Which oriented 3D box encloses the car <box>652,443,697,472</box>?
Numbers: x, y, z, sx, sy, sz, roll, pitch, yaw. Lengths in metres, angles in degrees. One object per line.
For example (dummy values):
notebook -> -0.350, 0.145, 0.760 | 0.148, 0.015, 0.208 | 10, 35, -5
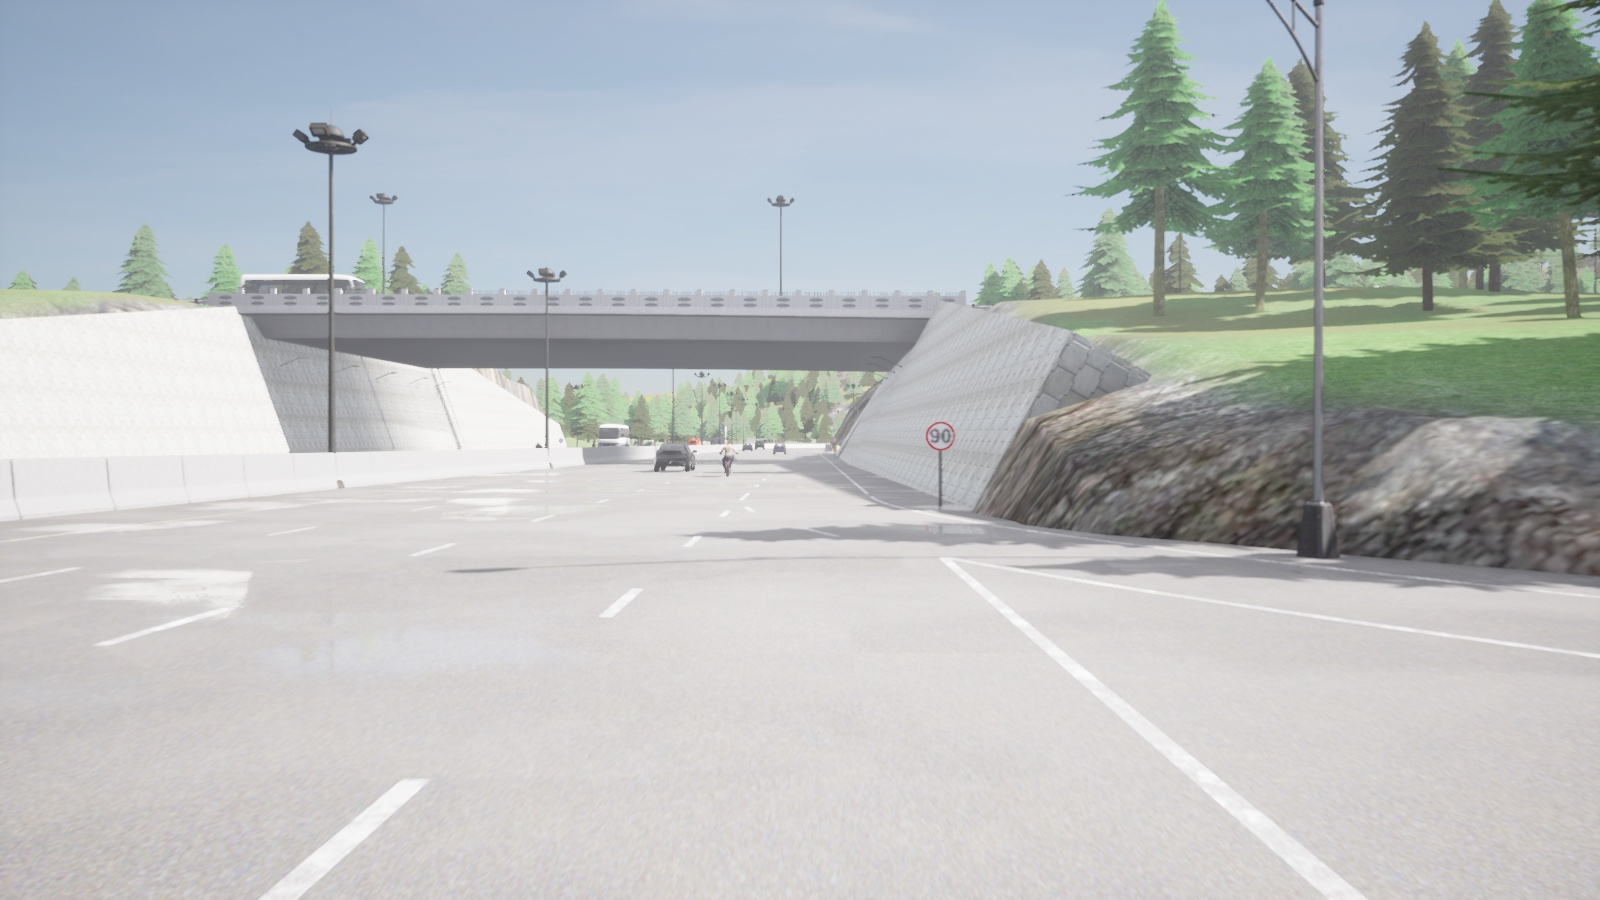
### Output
car -> -6.606, 0.371, 66.580 | 1.837, 1.490, 4.892 | 0, 0, 0
